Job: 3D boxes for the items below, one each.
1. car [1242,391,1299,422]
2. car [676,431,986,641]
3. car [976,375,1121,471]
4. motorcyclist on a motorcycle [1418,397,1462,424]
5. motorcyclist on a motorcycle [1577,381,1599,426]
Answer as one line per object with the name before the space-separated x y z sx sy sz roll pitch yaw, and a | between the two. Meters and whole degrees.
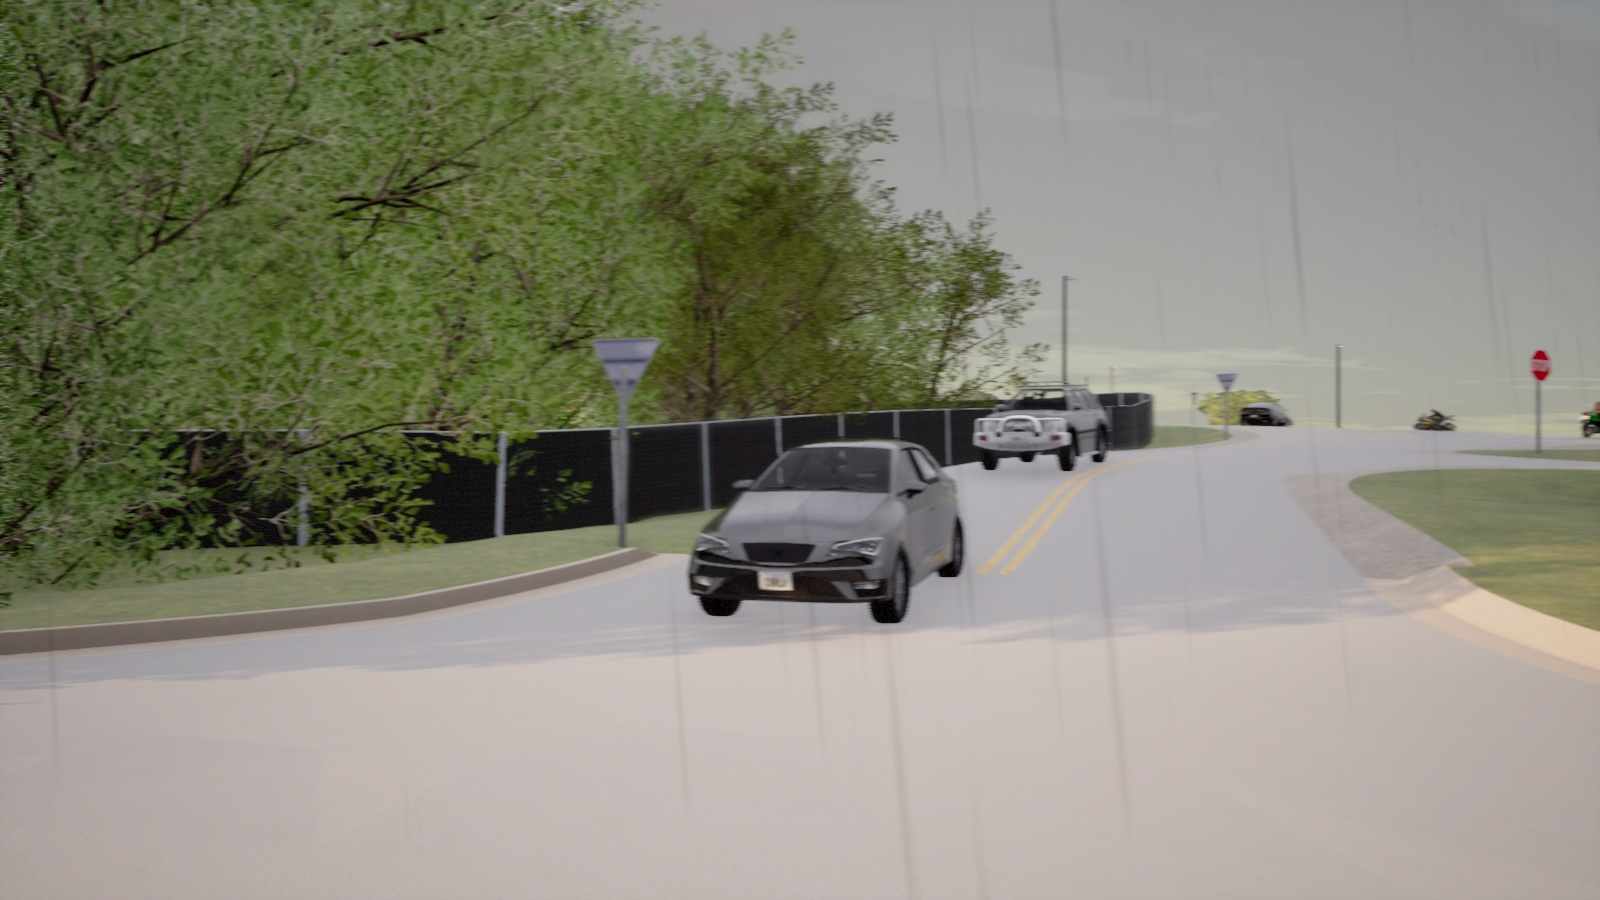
car | 27.324 -2.495 72.834 1.882 1.535 5.008 1 0 35
car | 0.514 0.645 11.902 1.816 1.474 4.193 -1 2 17
car | 5.515 -0.650 27.382 1.932 1.855 4.605 -1 3 26
motorcyclist on a motorcycle | 36.782 -2.269 72.187 2.191 1.530 0.866 1 0 29
motorcyclist on a motorcycle | 28.481 -1.653 44.249 2.044 1.523 0.797 -2 5 -25
